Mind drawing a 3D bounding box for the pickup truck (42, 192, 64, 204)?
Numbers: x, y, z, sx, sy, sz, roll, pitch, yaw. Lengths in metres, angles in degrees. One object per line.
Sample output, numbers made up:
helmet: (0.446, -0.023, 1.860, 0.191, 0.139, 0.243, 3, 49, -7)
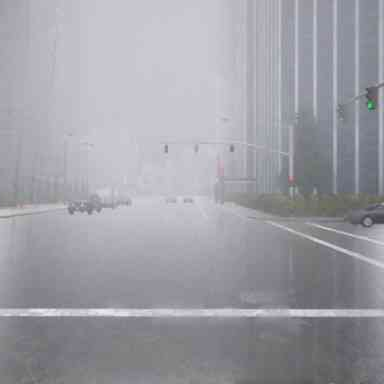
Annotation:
pickup truck: (-24.323, 1.048, 59.995, 2.390, 2.098, 6.274, 0, 0, 30)

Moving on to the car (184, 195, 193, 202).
car: (-0.830, 1.373, 75.546, 1.882, 1.535, 5.008, 0, 0, 0)

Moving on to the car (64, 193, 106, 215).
car: (-11.086, 1.215, 34.843, 2.150, 2.045, 5.566, 0, 0, -1)

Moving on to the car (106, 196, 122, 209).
car: (-11.170, 1.556, 44.372, 1.994, 1.385, 4.181, 0, 0, -1)

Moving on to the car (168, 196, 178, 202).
car: (-4.326, 1.526, 75.217, 2.033, 1.411, 5.357, 0, 0, 0)

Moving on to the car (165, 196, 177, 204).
car: (-4.142, 1.589, 64.957, 1.895, 1.301, 4.718, 0, 0, 0)

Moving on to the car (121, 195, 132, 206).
car: (-11.244, 1.342, 54.579, 2.097, 1.767, 4.553, 0, 0, -1)

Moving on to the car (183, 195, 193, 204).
car: (-0.745, 1.514, 65.296, 1.812, 1.442, 4.674, 0, 0, 0)

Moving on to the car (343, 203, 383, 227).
car: (12.633, 1.501, 22.033, 4.892, 1.490, 1.837, 0, 0, 0)
